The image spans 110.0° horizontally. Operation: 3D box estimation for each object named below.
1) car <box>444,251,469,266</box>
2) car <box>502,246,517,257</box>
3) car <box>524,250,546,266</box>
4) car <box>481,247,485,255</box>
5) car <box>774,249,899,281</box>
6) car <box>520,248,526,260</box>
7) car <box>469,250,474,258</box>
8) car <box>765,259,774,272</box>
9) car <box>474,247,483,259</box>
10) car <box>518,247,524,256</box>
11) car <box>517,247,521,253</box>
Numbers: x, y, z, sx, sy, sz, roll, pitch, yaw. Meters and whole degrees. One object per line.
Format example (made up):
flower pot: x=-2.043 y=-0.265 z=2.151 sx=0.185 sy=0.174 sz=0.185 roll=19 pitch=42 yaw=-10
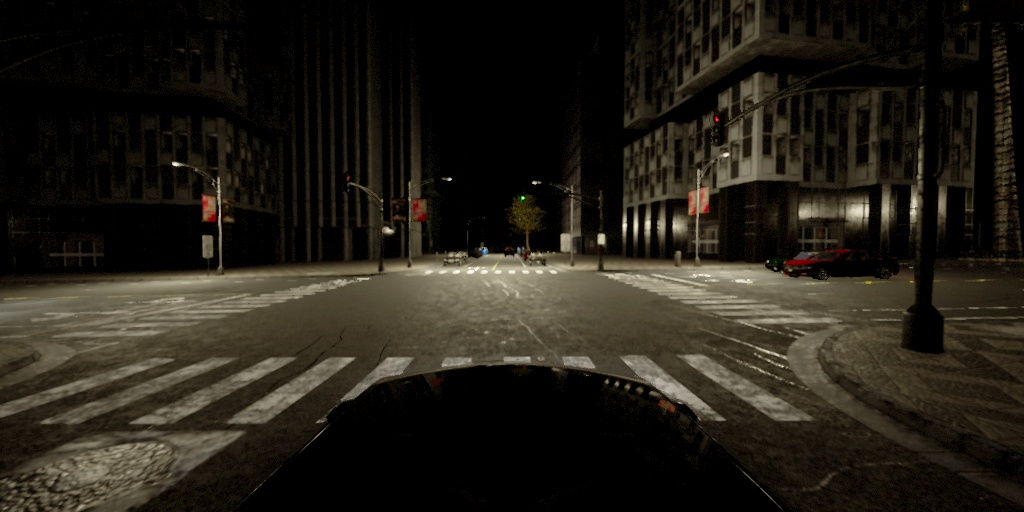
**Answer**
car: x=-5.960 y=0.287 z=37.111 sx=2.007 sy=1.370 sz=4.403 roll=0 pitch=0 yaw=-1
car: x=-0.454 y=-0.555 z=65.157 sx=1.837 sy=1.490 sz=4.892 roll=0 pitch=2 yaw=-1
car: x=2.565 y=0.284 z=37.186 sx=2.007 sy=1.370 sz=4.403 roll=0 pitch=0 yaw=-1
car: x=-6.187 y=-0.447 z=61.907 sx=1.751 sy=1.417 sz=4.829 roll=0 pitch=0 yaw=-1
car: x=16.841 y=0.414 z=18.511 sx=5.008 sy=1.535 sz=1.882 roll=-1 pitch=2 yaw=0
car: x=2.465 y=-0.031 z=48.070 sx=1.888 sy=1.381 sz=4.507 roll=0 pitch=0 yaw=-1
car: x=-6.005 y=0.144 z=42.101 sx=2.007 sy=1.370 sz=4.403 roll=0 pitch=0 yaw=-1
car: x=18.194 y=0.414 z=21.771 sx=4.718 sy=1.301 sz=1.895 roll=-1 pitch=2 yaw=0
car: x=-6.139 y=-0.253 z=56.666 sx=1.948 sy=1.339 sz=4.313 roll=0 pitch=0 yaw=-1
car: x=2.416 y=-0.180 z=53.511 sx=2.007 sy=1.370 sz=4.403 roll=0 pitch=0 yaw=-1
car: x=2.325 y=-0.459 z=63.379 sx=2.007 sy=1.370 sz=4.403 roll=0 pitch=0 yaw=-1
